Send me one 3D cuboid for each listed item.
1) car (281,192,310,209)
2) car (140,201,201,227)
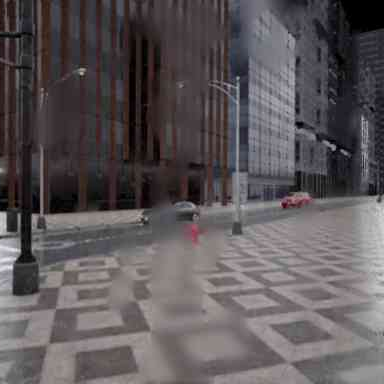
[{"bbox_3d":[13.153,1.020,41.800,2.150,2.045,5.566,1,0,36],"label":"car"},{"bbox_3d":[-1.305,1.359,21.720,1.837,1.490,4.892,1,1,36],"label":"car"}]
